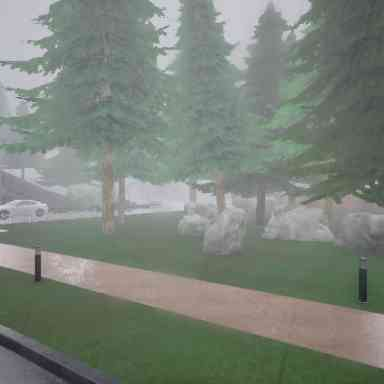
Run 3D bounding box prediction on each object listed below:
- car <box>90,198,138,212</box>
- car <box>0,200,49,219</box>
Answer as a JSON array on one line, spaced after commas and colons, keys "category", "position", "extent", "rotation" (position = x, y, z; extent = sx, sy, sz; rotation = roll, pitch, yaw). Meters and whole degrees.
[{"category": "car", "position": [-8.211, 1.385, 35.652], "extent": [2.033, 1.411, 5.357], "rotation": [0, 0, 36]}, {"category": "car", "position": [-14.182, 1.363, 27.315], "extent": [1.812, 1.442, 4.674], "rotation": [0, 0, 35]}]
